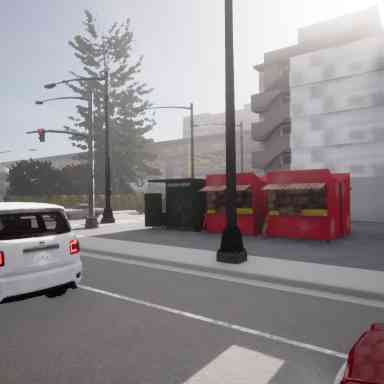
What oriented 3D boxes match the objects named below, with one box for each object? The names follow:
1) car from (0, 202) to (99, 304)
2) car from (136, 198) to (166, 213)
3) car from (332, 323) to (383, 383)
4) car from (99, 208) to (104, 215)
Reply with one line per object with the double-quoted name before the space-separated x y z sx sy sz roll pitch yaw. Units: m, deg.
"car" -4.784 1.234 7.361 5.566 2.045 2.150 0 0 36
"car" -4.161 1.482 37.621 2.097 1.767 4.553 -1 -1 36
"car" 3.232 1.601 1.679 4.718 1.301 1.895 0 0 35
"car" -10.122 1.732 29.407 1.895 1.301 4.718 -1 -1 36
